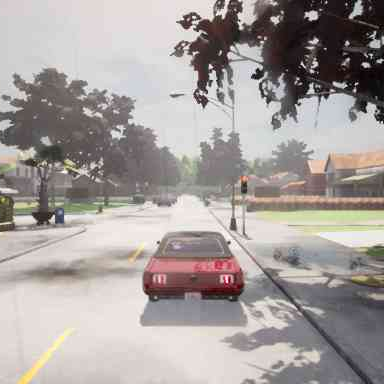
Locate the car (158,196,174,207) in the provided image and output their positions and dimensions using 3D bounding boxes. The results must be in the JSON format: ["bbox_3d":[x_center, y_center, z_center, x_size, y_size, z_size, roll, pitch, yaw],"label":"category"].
[{"bbox_3d":[-4.154,1.601,50.852,1.895,1.301,4.718,0,0,0],"label":"car"}]

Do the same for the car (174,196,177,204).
[{"bbox_3d":[-4.135,1.564,60.844,1.994,1.385,4.181,0,0,0],"label":"car"}]

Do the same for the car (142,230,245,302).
[{"bbox_3d":[0.042,1.601,8.226,1.895,1.301,4.718,0,0,1],"label":"car"}]

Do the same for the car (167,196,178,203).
[{"bbox_3d":[-4.080,1.540,71.205,2.033,1.411,5.357,0,0,0],"label":"car"}]
